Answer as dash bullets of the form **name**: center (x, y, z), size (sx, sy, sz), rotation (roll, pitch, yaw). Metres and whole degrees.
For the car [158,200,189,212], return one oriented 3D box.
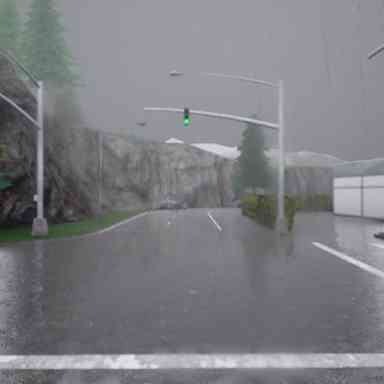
- **car**: center (-2.277, 1.690, 42.208), size (2.033, 1.411, 5.357), rotation (0, 0, 26)

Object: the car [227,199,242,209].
- **car**: center (7.620, 1.655, 48.622), size (4.902, 1.511, 2.128), rotation (0, 0, -12)
